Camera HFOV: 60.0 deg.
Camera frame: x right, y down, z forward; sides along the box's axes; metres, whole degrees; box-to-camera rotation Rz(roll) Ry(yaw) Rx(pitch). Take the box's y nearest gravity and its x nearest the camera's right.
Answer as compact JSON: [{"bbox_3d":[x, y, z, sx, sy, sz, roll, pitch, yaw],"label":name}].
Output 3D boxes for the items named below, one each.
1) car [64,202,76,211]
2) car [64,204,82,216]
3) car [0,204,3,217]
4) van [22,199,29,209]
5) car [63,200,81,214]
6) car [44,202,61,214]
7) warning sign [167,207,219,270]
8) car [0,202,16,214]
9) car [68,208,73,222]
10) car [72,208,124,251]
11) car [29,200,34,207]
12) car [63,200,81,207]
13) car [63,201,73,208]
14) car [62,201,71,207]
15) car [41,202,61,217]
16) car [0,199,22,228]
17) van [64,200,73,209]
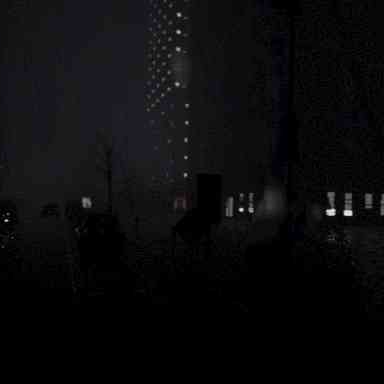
[{"bbox_3d":[-21.375,2.534,58.175,1.752,1.417,4.829,3,-2,-22],"label":"car"},{"bbox_3d":[-10.850,2.153,31.569,1.802,1.307,4.206,3,-2,-22],"label":"car"},{"bbox_3d":[-20.740,1.939,33.798,1.947,1.339,4.313,3,-2,-22],"label":"car"},{"bbox_3d":[-31.196,2.150,60.253,1.690,1.788,3.998,3,-2,-22],"label":"van"},{"bbox_3d":[-17.120,2.147,47.444,2.192,1.841,5.009,3,-2,-22],"label":"car"},{"bbox_3d":[-20.319,2.268,48.447,2.128,1.511,4.902,2,-2,-21],"label":"car"},{"bbox_3d":[0.017,1.409,10.567,1.300,1.860,1.060,2,-2,-22],"label":"warning sign"},{"bbox_3d":[-24.925,2.113,44.378,1.947,1.339,4.313,3,-2,-22],"label":"car"},{"bbox_3d":[-6.603,1.966,21.016,1.947,1.339,4.313,3,-2,-22],"label":"car"},{"bbox_3d":[-4.454,1.755,15.751,1.967,1.590,4.097,3,-2,-22],"label":"car"},{"bbox_3d":[-35.390,2.549,70.825,1.947,1.339,4.313,3,-2,-22],"label":"car"},{"bbox_3d":[-15.027,2.060,42.155,2.192,1.841,5.009,3,-2,-22],"label":"car"},{"bbox_3d":[-27.592,2.818,73.884,2.008,1.369,4.403,3,-2,-22],"label":"car"},{"bbox_3d":[-31.778,2.994,84.462,2.008,1.369,4.403,3,-2,-22],"label":"car"},{"bbox_3d":[-16.426,2.092,38.607,1.882,1.535,5.008,2,-2,-22],"label":"car"},{"bbox_3d":[-14.293,1.516,24.585,2.150,2.045,5.566,2,-2,-21],"label":"car"},{"bbox_3d":[-25.492,2.521,68.601,1.690,1.788,3.998,3,-2,-22],"label":"van"}]
